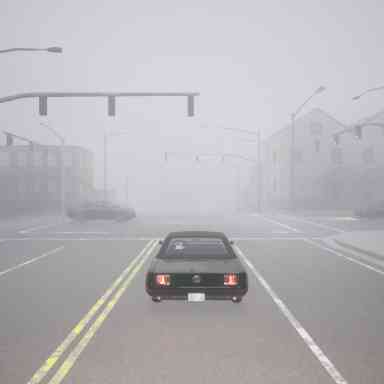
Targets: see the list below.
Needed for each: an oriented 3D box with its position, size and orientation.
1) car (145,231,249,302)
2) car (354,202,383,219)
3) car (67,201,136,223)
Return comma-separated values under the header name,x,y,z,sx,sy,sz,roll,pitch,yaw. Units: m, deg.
name,x,y,z,sx,sy,sz,roll,pitch,yaw
car,0.104,1.601,8.193,1.895,1.301,4.718,0,0,0
car,16.034,1.564,28.154,4.181,1.385,1.994,0,0,0
car,-6.535,1.444,24.205,4.902,1.511,2.128,0,0,-1
